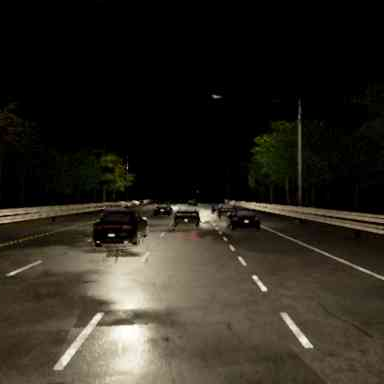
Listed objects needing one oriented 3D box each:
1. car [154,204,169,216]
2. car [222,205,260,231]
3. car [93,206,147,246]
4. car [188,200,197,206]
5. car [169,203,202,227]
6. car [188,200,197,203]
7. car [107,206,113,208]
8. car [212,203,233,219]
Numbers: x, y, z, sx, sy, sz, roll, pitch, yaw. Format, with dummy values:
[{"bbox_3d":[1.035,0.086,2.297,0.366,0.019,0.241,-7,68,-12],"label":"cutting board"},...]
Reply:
[{"bbox_3d":[-3.359,2.106,39.466,1.994,1.385,4.181,0,-1,0],"label":"car"},{"bbox_3d":[3.515,1.887,23.448,1.994,1.385,4.181,0,-1,0],"label":"car"},{"bbox_3d":[-3.398,1.706,16.518,1.882,1.535,5.008,0,-1,0],"label":"car"},{"bbox_3d":[0.111,2.652,82.564,2.128,1.511,4.902,0,-1,0],"label":"car"},{"bbox_3d":[-0.313,1.853,26.158,2.128,1.511,4.902,0,-1,2],"label":"car"},{"bbox_3d":[0.095,2.550,73.022,1.994,1.385,4.181,0,-1,0],"label":"car"},{"bbox_3d":[-6.881,1.961,30.087,2.033,1.411,5.357,0,-1,0],"label":"car"},{"bbox_3d":[3.533,1.966,34.448,2.128,1.511,4.902,0,-1,0],"label":"car"}]
